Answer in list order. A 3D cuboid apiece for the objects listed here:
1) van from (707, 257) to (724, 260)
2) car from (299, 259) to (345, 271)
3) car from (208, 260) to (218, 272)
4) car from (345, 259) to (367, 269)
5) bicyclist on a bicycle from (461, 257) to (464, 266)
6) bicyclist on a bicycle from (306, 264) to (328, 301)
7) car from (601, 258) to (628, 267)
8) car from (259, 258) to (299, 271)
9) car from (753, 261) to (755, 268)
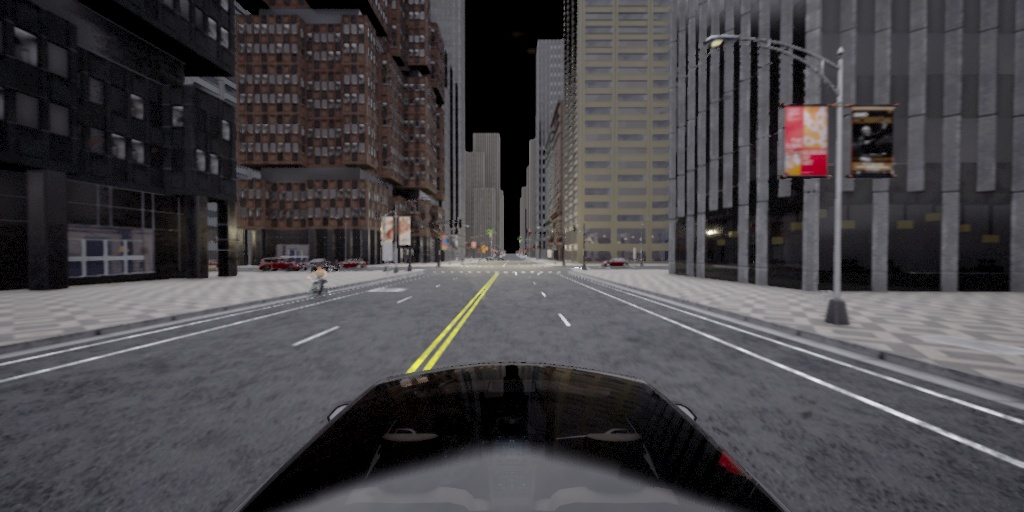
[{"bbox_3d":[27.523,1.026,49.858,3.998,1.789,1.690,0,0,0],"label":"van"},{"bbox_3d":[-24.721,1.375,46.799,4.313,1.339,1.948,0,0,0],"label":"car"},{"bbox_3d":[-40.829,1.392,46.792,4.829,1.417,1.751,0,0,0],"label":"car"},{"bbox_3d":[-24.723,1.111,55.323,4.097,1.591,1.967,0,0,0],"label":"car"},{"bbox_3d":[-8.742,1.008,63.303,0.659,1.776,1.843,0,0,0],"label":"bicyclist on a bicycle"},{"bbox_3d":[-8.749,1.170,16.208,0.866,1.612,1.509,0,0,0],"label":"bicyclist on a bicycle"},{"bbox_3d":[16.688,0.999,58.445,4.097,1.591,1.967,0,0,0],"label":"car"},{"bbox_3d":[-30.147,1.143,46.796,5.009,1.841,2.192,0,0,0],"label":"car"},{"bbox_3d":[32.965,1.261,49.827,4.207,1.307,1.802,0,0,0],"label":"car"}]
